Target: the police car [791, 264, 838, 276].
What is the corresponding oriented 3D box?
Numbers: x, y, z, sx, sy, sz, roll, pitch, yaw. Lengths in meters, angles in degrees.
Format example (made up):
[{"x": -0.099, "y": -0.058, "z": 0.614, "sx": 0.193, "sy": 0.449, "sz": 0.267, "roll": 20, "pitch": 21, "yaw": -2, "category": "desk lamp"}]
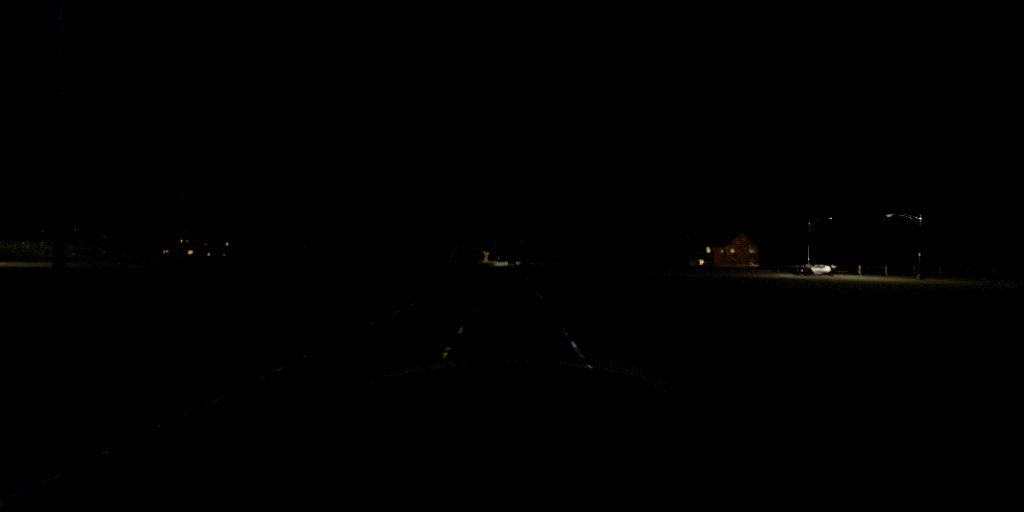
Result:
[{"x": 39.125, "y": 1.837, "z": 46.592, "sx": 4.974, "sy": 1.542, "sz": 2.038, "roll": 1, "pitch": 1, "yaw": 0, "category": "police car"}]
